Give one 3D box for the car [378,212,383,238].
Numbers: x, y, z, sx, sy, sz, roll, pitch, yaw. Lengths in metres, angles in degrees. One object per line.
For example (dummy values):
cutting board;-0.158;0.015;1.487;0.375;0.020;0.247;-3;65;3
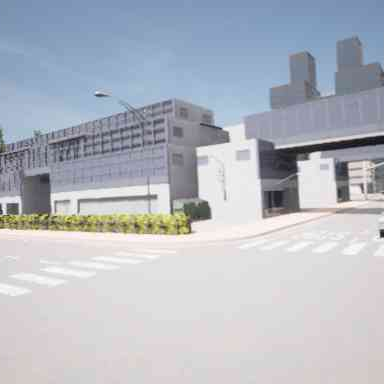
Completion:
car;9.892;1.284;15.386;1.895;1.301;4.718;-3;-1;36
